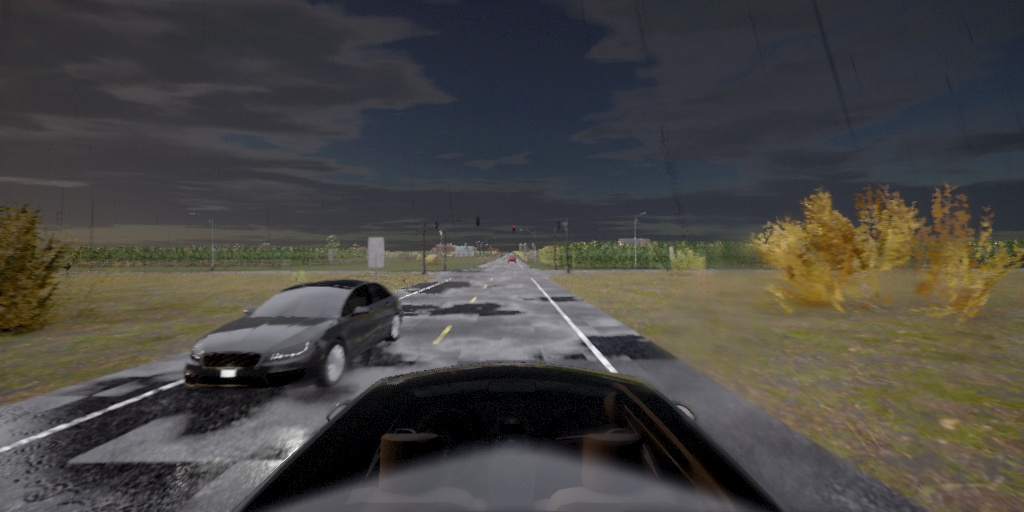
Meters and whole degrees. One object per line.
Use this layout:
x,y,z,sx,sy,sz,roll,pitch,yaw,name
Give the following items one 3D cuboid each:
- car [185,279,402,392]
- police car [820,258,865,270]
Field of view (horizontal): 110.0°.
-3.599,1.255,6.982,1.837,1.490,4.892,0,0,0,car
43.530,1.082,47.299,4.974,1.542,2.038,0,0,0,police car
